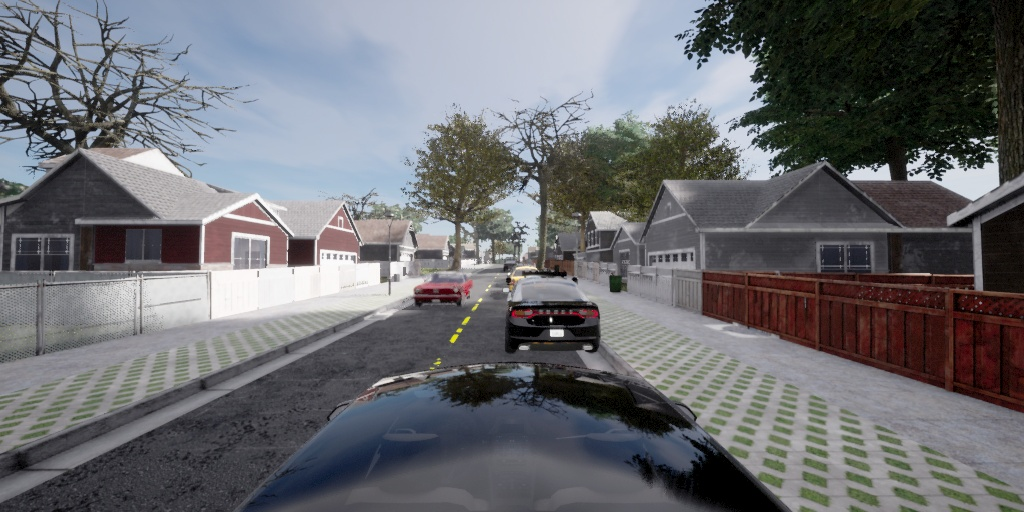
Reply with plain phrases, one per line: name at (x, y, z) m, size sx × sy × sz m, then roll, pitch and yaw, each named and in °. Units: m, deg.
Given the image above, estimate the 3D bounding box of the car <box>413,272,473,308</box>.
car at (-2.821, 1.362, 15.491) m, size 1.895 × 1.301 × 4.718 m, roll 0°, pitch 0°, yaw 0°

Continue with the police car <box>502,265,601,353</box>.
police car at (0.791, 1.181, 9.011) m, size 1.930 × 1.638 × 5.238 m, roll 0°, pitch 0°, yaw 0°

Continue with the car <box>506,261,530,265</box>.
car at (0.737, 1.221, 19.098) m, size 1.801 × 1.575 × 5.366 m, roll 0°, pitch 0°, yaw 0°

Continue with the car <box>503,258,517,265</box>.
car at (-0.202, 1.345, 49.559) m, size 1.882 × 1.535 × 5.008 m, roll 0°, pitch 0°, yaw 0°
